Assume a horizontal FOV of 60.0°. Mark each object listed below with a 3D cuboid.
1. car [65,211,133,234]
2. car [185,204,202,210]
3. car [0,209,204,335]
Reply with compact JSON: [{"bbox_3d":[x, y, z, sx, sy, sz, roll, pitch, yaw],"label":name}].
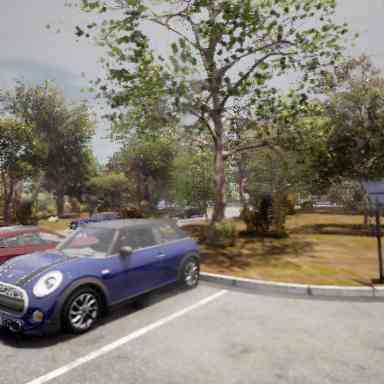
[{"bbox_3d":[-6.897,2.219,25.131,1.895,1.301,4.718,-4,-2,36],"label":"car"},{"bbox_3d":[-0.508,1.973,34.067,1.812,1.442,4.674,-4,-1,36],"label":"car"},{"bbox_3d":[-1.782,1.422,7.120,2.185,1.767,4.553,-1,-1,35],"label":"car"}]
